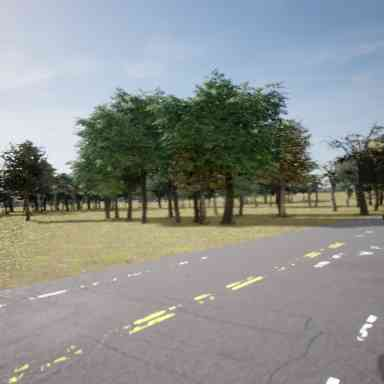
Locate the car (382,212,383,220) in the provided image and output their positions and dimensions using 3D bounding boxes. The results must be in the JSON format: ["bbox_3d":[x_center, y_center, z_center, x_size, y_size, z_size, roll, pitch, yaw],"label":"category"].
[{"bbox_3d":[25.582,2.723,41.955,1.882,1.535,5.008,-3,-3,44],"label":"car"}]
